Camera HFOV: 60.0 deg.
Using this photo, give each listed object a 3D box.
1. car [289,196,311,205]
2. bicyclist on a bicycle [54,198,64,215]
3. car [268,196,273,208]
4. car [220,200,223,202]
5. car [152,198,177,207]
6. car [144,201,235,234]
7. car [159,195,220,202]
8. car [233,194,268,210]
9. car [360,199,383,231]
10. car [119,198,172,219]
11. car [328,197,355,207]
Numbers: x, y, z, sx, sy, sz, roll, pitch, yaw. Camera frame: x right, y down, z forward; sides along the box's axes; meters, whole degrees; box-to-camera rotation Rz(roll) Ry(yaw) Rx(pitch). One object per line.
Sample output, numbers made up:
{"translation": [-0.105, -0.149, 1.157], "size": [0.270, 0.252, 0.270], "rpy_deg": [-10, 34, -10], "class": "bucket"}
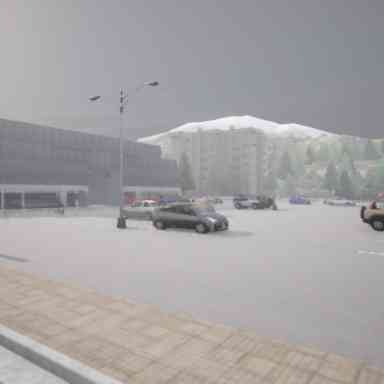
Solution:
{"translation": [19.232, 1.545, 59.261], "size": [3.633, 1.501, 1.845], "rpy_deg": [0, 0, 35], "class": "car"}
{"translation": [-12.661, 1.443, 31.583], "size": [1.656, 1.620, 0.582], "rpy_deg": [0, 0, 35], "class": "bicyclist on a bicycle"}
{"translation": [8.371, 1.268, 44.180], "size": [4.605, 1.855, 1.932], "rpy_deg": [0, 0, 35], "class": "car"}
{"translation": [3.956, 1.665, 61.726], "size": [1.812, 1.442, 4.674], "rpy_deg": [0, 0, 35], "class": "car"}
{"translation": [-4.568, 1.699, 55.835], "size": [1.994, 1.385, 4.181], "rpy_deg": [0, 0, 36], "class": "car"}
{"translation": [-0.190, 1.477, 18.647], "size": [4.514, 1.523, 2.007], "rpy_deg": [0, 0, 35], "class": "car"}
{"translation": [-0.373, 1.324, 31.135], "size": [5.027, 1.636, 2.152], "rpy_deg": [0, 0, 35], "class": "car"}
{"translation": [7.027, 1.248, 41.572], "size": [3.866, 1.878, 1.905], "rpy_deg": [0, 0, 35], "class": "car"}
{"translation": [11.992, 1.288, 18.519], "size": [4.605, 1.855, 1.932], "rpy_deg": [0, 0, 35], "class": "car"}
{"translation": [-3.821, 1.403, 25.712], "size": [3.806, 1.475, 1.970], "rpy_deg": [0, 0, 35], "class": "car"}
{"translation": [23.561, 1.564, 52.538], "size": [3.806, 1.475, 1.970], "rpy_deg": [0, 0, 35], "class": "car"}
